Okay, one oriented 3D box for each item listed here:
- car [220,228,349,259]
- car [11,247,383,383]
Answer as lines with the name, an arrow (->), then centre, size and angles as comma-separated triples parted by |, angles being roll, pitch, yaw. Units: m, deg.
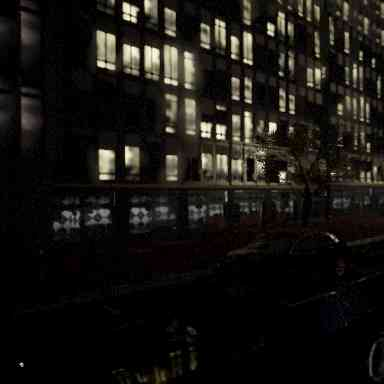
car -> 2.541, 1.668, 8.848 | 4.403, 1.369, 2.008 | 0, -2, -39
car -> 0.600, 1.656, 3.766 | 4.718, 1.301, 1.895 | 0, -1, -39
